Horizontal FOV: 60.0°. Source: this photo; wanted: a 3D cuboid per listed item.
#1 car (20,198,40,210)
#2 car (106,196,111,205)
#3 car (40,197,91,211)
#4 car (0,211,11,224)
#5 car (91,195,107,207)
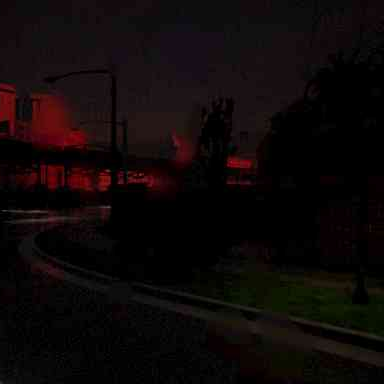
[{"bbox_3d":[-18.471,1.403,40.645,1.812,1.442,4.674,0,1,37],"label":"car"},{"bbox_3d":[-9.036,1.291,47.337,2.033,1.411,5.357,0,1,37],"label":"car"},{"bbox_3d":[-14.903,1.364,39.560,1.837,1.490,4.892,0,1,37],"label":"car"},{"bbox_3d":[-14.728,1.566,22.024,1.895,1.301,4.718,0,0,37],"label":"car"},{"bbox_3d":[-12.956,1.260,47.952,2.128,1.511,4.902,0,1,37],"label":"car"}]
